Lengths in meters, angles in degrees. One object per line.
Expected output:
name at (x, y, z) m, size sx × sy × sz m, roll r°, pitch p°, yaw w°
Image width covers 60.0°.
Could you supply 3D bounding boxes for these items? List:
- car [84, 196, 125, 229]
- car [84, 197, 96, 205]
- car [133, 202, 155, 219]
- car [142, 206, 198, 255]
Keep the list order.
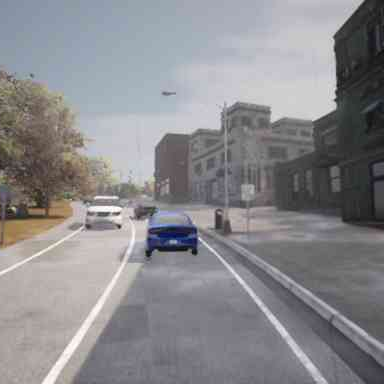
car at (-5.757, 1.286, 22.291) m, size 2.150 × 2.045 × 5.566 m, roll 1°, pitch 0°, yaw -11°
car at (-18.842, 1.581, 61.337) m, size 1.895 × 1.301 × 4.718 m, roll 2°, pitch 0°, yaw -19°
car at (-4.361, 1.661, 31.122) m, size 1.837 × 1.490 × 4.892 m, roll 1°, pitch 0°, yaw -15°
car at (-0.916, 1.538, 13.625) m, size 1.882 × 1.535 × 5.008 m, roll 1°, pitch 0°, yaw -7°
